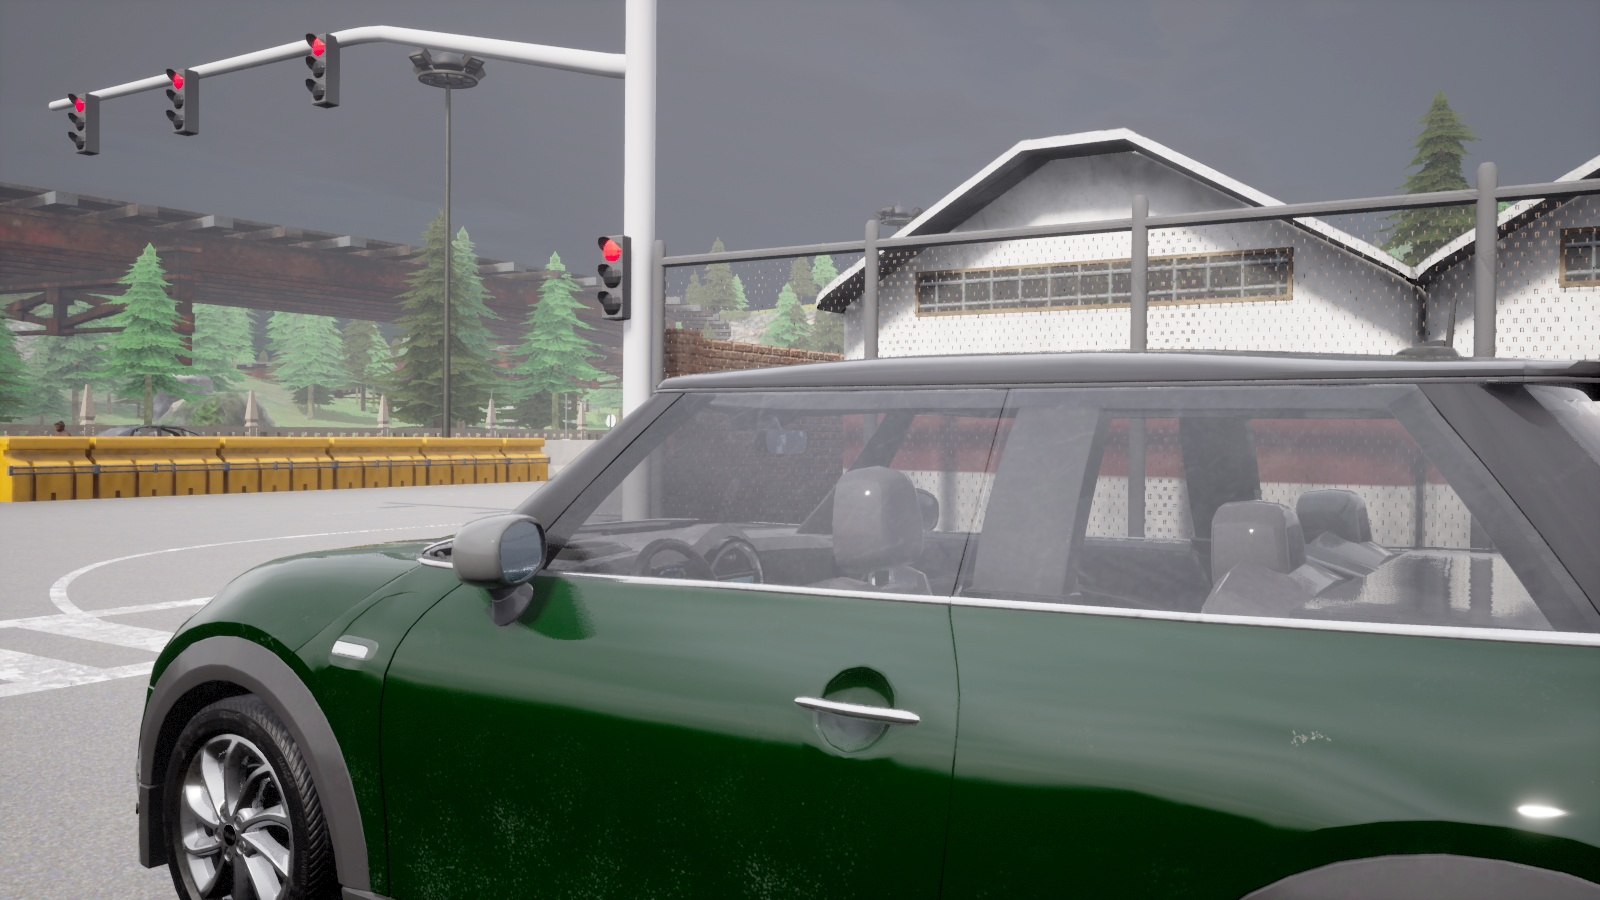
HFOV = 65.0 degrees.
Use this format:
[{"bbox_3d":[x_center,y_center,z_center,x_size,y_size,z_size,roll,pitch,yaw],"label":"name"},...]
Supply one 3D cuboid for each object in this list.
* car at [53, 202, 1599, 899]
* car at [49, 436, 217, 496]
[{"bbox_3d":[0.186,0.540,3.498,4.553,1.767,2.097,0,1,33],"label":"car"},{"bbox_3d":[-18.487,0.400,34.944,1.789,1.549,3.705,0,1,32],"label":"car"}]
